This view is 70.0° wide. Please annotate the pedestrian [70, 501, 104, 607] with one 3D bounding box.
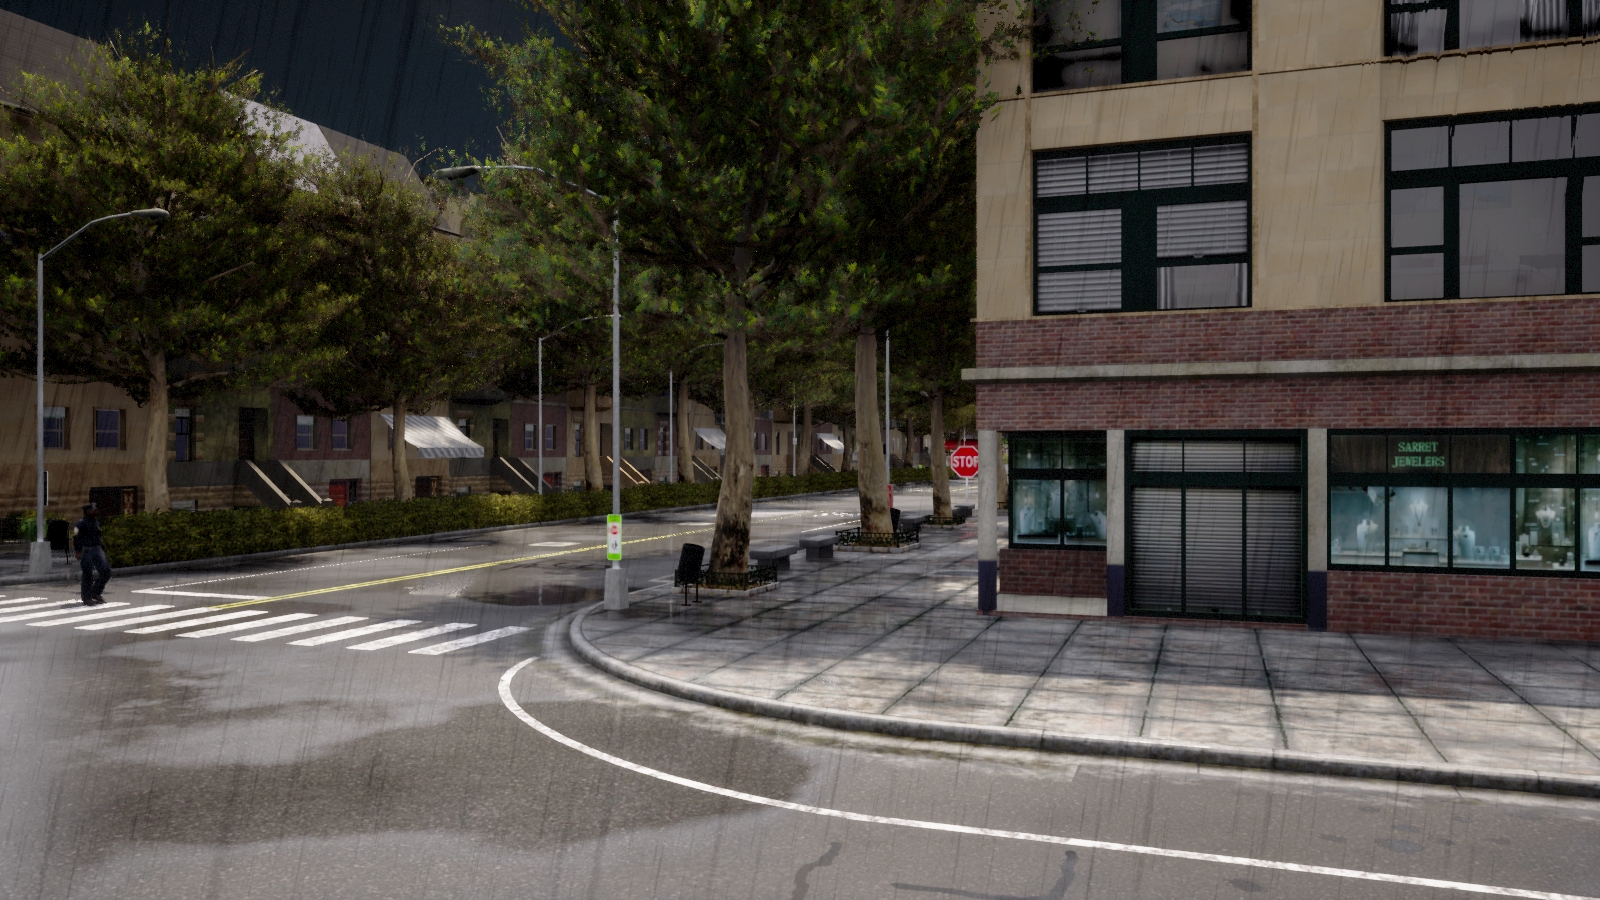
[{"bbox_3d":[-12.782,1.856,20.481,0.375,1.860,0.375,0,0,21],"label":"pedestrian"}]
